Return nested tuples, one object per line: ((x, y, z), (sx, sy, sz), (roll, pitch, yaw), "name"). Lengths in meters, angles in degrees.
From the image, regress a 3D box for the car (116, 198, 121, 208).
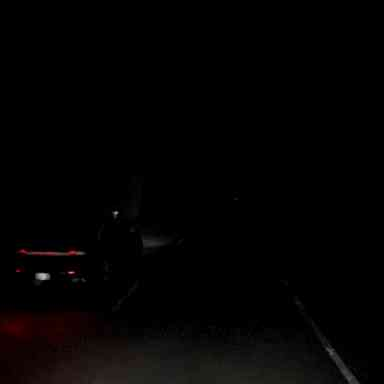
((-6.672, 1.077, 36.357), (2.097, 1.767, 4.553), (0, 0, 7), "car")

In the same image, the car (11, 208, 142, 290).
((-2.695, 1.420, 8.928), (2.128, 1.511, 4.902), (0, 0, 5), "car")

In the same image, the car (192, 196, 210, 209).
((1.168, 1.193, 41.144), (1.882, 1.535, 5.008), (0, 0, 7), "car")

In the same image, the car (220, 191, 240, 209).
((4.679, 0.949, 41.016), (2.150, 2.045, 5.566), (0, 1, 7), "car")
